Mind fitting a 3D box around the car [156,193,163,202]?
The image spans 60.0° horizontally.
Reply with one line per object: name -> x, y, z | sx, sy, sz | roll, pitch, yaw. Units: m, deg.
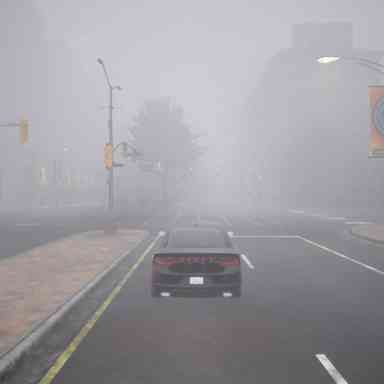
car -> -7.726, 1.524, 71.583 | 1.812, 1.442, 4.674 | 0, 0, 0

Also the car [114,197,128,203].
car -> -14.490, 1.595, 67.967 | 1.895, 1.301, 4.718 | 0, 0, 0

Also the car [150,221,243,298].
car -> 0.110, 1.478, 8.590 | 1.882, 1.535, 5.008 | 0, 0, 1

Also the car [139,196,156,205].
car -> -7.863, 1.503, 56.969 | 1.837, 1.490, 4.892 | 0, 0, 0
